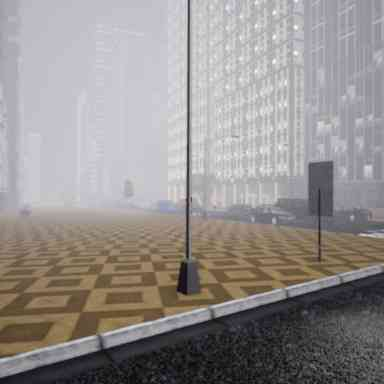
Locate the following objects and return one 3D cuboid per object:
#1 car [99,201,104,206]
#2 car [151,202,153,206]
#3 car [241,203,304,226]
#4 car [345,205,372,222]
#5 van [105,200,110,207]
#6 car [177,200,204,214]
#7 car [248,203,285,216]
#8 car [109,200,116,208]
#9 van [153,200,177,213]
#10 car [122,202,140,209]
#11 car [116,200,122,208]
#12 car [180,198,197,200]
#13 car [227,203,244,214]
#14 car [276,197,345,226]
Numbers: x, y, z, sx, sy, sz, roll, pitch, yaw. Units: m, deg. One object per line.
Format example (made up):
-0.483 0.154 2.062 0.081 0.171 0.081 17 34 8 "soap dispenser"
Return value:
-23.138 3.046 86.747 1.887 1.381 4.507 -1 -1 -26 "car"
-5.566 2.490 63.412 1.837 1.490 4.892 0 -1 -26 "car"
6.157 1.809 25.946 2.008 1.369 4.403 -1 -1 -26 "car"
13.706 1.847 29.584 2.008 1.369 4.403 -1 -1 -26 "car"
-18.260 2.628 76.616 1.690 1.788 3.998 -1 -1 -26 "van"
0.067 2.179 44.607 1.994 1.385 4.181 0 -1 -26 "car"
8.824 2.061 39.718 1.947 1.339 4.313 -1 -1 -26 "car"
-15.815 2.725 71.548 1.887 1.381 4.507 -1 -1 -26 "car"
-3.613 2.000 46.217 1.690 1.788 3.998 -1 -1 -26 "van"
-10.932 2.520 61.414 2.008 1.369 4.403 -1 -1 -26 "car"
-13.301 2.596 66.329 1.752 1.417 4.829 -1 -1 -26 "car"
-0.920 2.010 53.849 2.150 2.045 5.566 0 -1 -25 "car"
6.383 2.161 44.784 1.947 1.339 4.313 -1 -1 -26 "car"
8.842 1.471 26.368 2.150 2.045 5.566 0 0 -26 "car"
